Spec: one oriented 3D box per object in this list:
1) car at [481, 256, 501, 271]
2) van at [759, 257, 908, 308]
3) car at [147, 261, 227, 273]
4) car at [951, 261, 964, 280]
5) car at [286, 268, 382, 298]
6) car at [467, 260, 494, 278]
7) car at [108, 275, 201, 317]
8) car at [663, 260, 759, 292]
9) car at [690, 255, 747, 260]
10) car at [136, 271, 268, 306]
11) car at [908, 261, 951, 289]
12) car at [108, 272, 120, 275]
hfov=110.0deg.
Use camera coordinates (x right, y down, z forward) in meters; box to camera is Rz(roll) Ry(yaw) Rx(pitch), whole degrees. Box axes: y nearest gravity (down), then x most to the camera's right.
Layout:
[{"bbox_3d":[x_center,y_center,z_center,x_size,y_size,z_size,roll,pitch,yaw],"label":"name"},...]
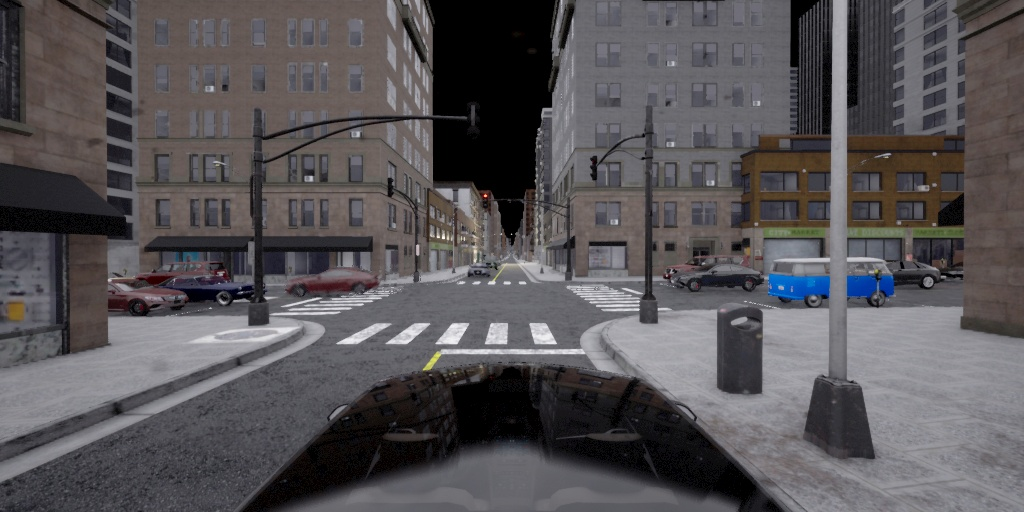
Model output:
[{"bbox_3d":[-3.077,0.991,50.487,2.150,2.045,5.566,0,0,0],"label":"car"},{"bbox_3d":[12.123,0.957,13.694,3.998,1.789,1.690,0,0,0],"label":"van"},{"bbox_3d":[-20.338,1.270,22.149,5.009,1.841,2.192,0,0,0],"label":"car"},{"bbox_3d":[28.931,0.916,22.255,4.313,1.339,1.948,0,0,0],"label":"car"},{"bbox_3d":[-9.506,1.362,19.358,4.674,1.442,1.812,-1,2,-13],"label":"car"},{"bbox_3d":[-3.089,1.318,34.283,1.994,1.385,4.181,0,0,0],"label":"car"},{"bbox_3d":[-14.814,1.527,13.636,4.207,1.307,1.802,0,0,0],"label":"car"},{"bbox_3d":[11.108,1.114,19.567,4.674,1.442,1.812,-1,0,1],"label":"car"},{"bbox_3d":[12.103,0.872,22.219,5.009,1.841,2.192,0,0,0],"label":"car"},{"bbox_3d":[-13.949,1.517,16.300,4.718,1.301,1.895,-1,0,0],"label":"car"},{"bbox_3d":[20.293,0.980,19.570,4.892,1.490,1.837,-1,0,0],"label":"car"},{"bbox_3d":[-26.012,1.551,22.137,4.829,1.417,1.751,0,0,0],"label":"car"}]
